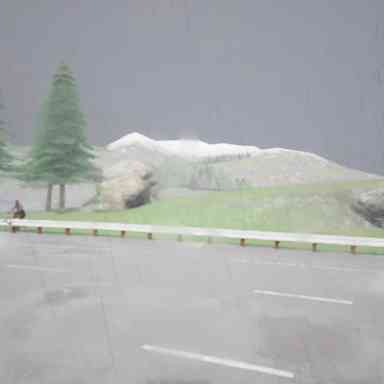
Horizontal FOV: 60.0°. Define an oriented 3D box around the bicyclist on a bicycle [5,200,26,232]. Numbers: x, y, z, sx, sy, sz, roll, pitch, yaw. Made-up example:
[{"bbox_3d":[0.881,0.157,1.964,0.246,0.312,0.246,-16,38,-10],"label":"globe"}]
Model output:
[{"bbox_3d":[-9.128,1.250,17.339,0.582,1.620,1.656,0,-11,9],"label":"bicyclist on a bicycle"}]
